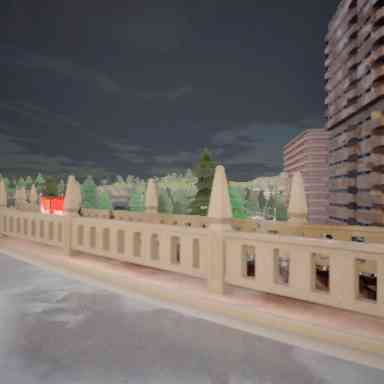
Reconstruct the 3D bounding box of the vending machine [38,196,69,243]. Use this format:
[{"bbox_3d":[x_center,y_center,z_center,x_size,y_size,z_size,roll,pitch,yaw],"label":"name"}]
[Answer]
[{"bbox_3d":[-6.558,1.249,15.721,1.100,2.100,0.880,0,0,-43],"label":"vending machine"}]
